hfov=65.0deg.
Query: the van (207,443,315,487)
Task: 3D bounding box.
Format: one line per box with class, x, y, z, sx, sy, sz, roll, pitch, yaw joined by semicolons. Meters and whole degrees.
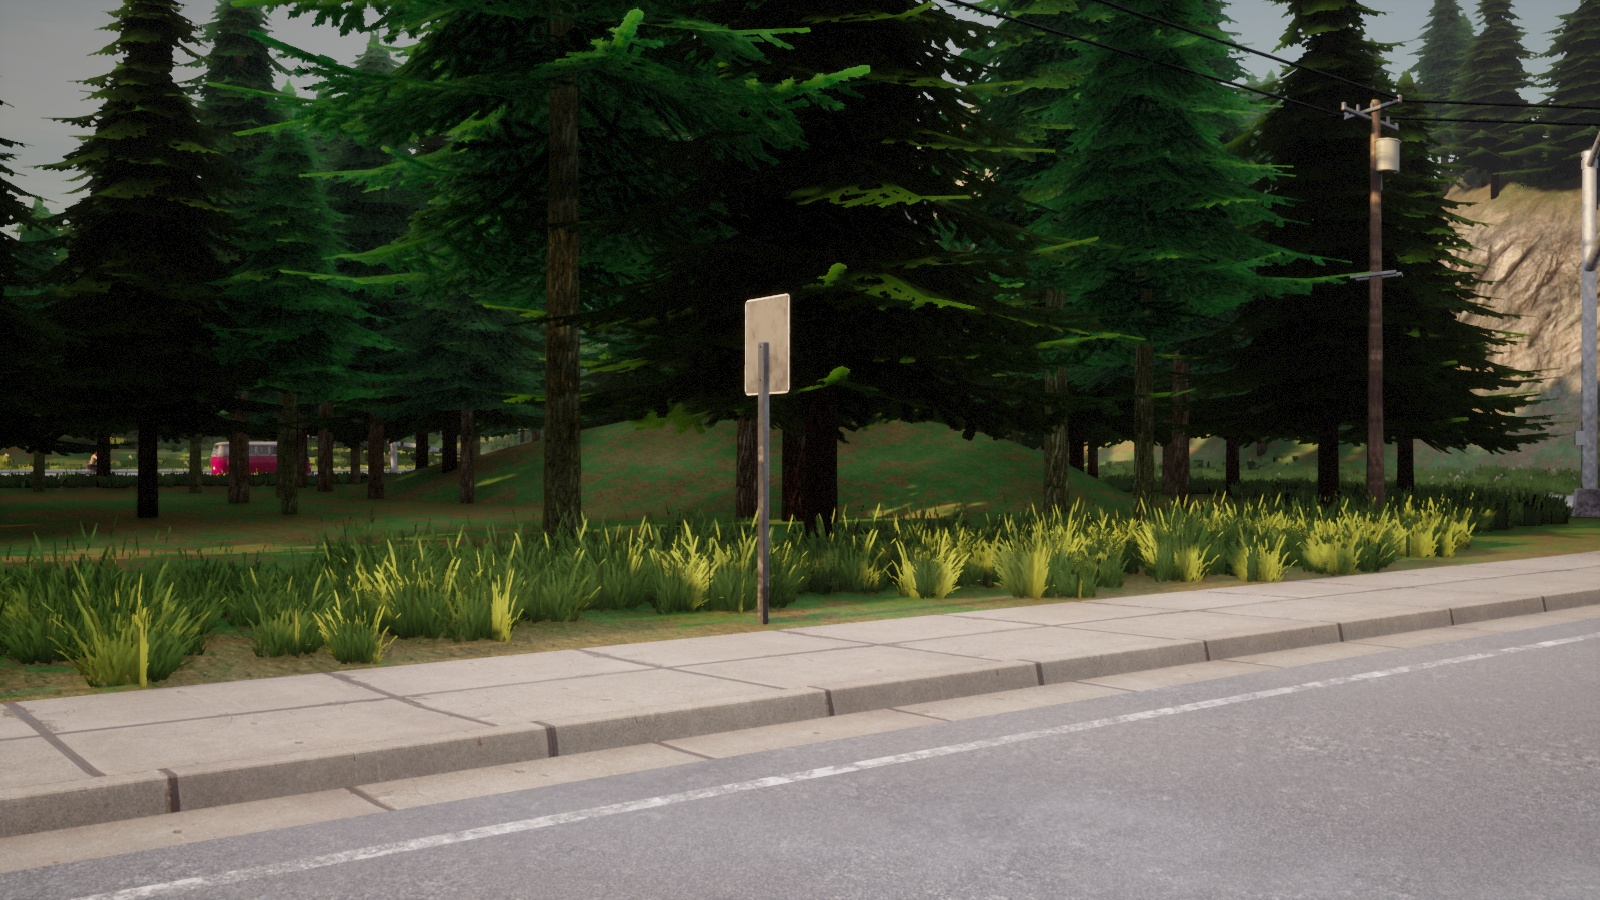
van;-25.500;0.697;59.442;4.442;1.987;1.775;0;0;-35
